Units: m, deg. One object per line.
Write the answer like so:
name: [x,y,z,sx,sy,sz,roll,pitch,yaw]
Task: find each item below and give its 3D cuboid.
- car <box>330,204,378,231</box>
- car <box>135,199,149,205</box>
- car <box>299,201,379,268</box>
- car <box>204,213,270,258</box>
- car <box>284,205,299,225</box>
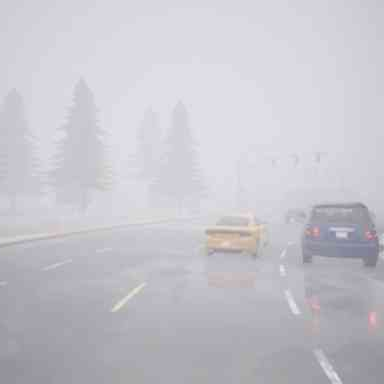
car: [11.681,1.735,23.813,1.882,1.535,5.008,0,0,41]
car: [-10.886,2.199,72.937,1.837,1.490,4.892,1,-1,-38]
car: [5.134,1.345,12.099,2.150,2.045,5.566,0,0,18]
car: [1.973,1.611,13.584,1.882,1.535,5.008,0,0,19]
car: [8.833,1.775,25.883,1.837,1.490,4.892,0,0,40]
